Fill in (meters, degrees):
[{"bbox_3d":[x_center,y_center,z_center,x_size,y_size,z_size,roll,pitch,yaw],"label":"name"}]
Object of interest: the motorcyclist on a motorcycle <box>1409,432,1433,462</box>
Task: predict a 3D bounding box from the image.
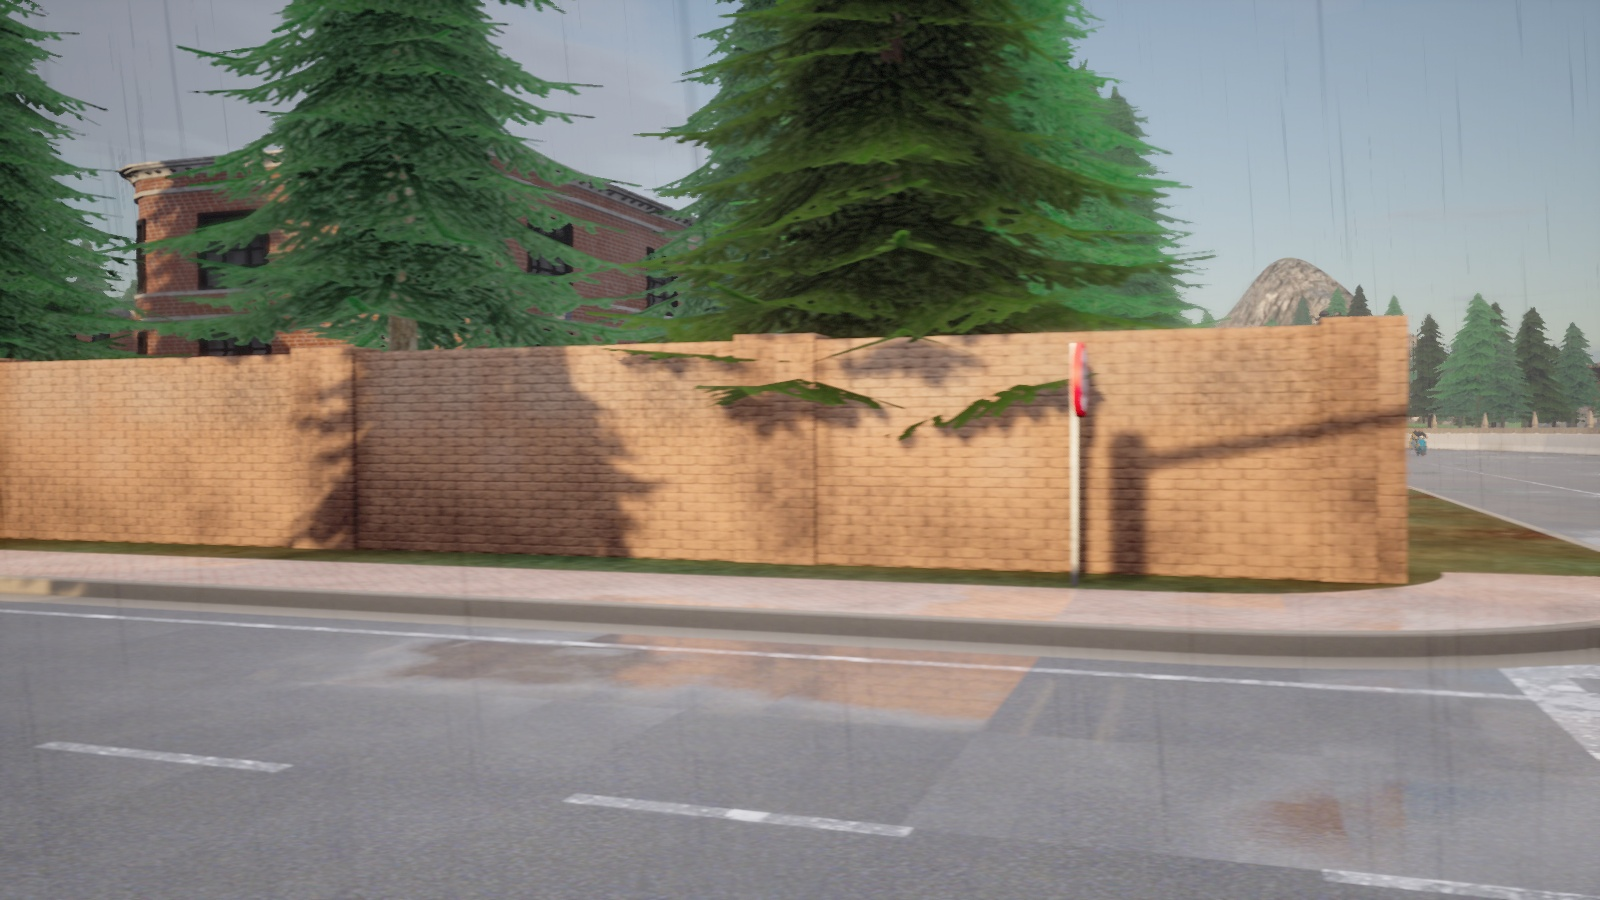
[{"bbox_3d":[33.907,-0.163,68.625,0.866,1.590,1.817,0,1,16],"label":"motorcyclist on a motorcycle"}]
